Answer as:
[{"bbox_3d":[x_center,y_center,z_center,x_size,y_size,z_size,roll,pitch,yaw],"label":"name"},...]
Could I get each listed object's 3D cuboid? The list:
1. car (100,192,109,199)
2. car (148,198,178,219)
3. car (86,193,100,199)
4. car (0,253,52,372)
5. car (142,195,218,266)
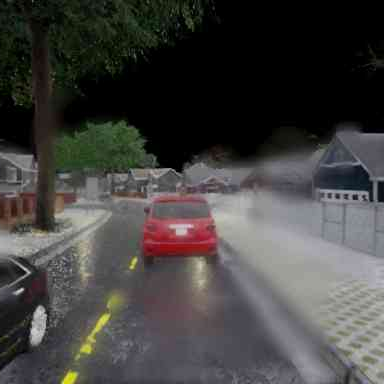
[{"bbox_3d":[-21.590,0.711,80.754,2.097,1.767,4.553,-1,1,-28],"label":"car"},{"bbox_3d":[-2.549,1.304,27.642,2.033,1.411,5.357,0,0,-10],"label":"car"},{"bbox_3d":[-24.149,0.941,79.710,1.837,1.490,4.892,-1,1,-28],"label":"car"},{"bbox_3d":[-2.994,1.478,3.218,1.837,1.490,4.892,0,0,-2],"label":"car"},{"bbox_3d":[-0.469,1.114,11.373,2.150,2.045,5.566,0,1,-4],"label":"car"}]
